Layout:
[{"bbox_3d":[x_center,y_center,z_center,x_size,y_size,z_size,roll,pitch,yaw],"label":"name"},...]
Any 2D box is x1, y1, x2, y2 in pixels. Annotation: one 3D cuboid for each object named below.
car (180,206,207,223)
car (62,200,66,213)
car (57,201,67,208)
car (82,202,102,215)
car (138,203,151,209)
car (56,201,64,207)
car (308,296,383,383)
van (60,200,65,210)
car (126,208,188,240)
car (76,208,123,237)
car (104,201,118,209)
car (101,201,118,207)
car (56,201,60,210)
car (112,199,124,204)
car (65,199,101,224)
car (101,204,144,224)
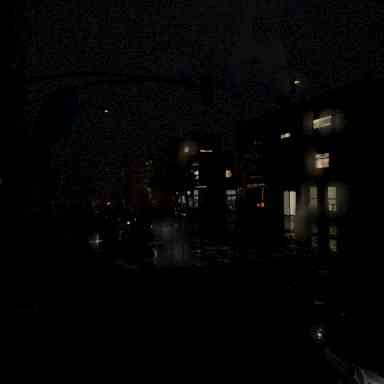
[{"bbox_3d":[-0.188,1.926,29.364,2.008,1.369,4.403,-2,0,-24],"label":"car"},{"bbox_3d":[-14.344,2.150,40.524,1.967,1.590,4.097,-2,0,-24],"label":"car"},{"bbox_3d":[-30.087,2.872,76.712,1.887,1.381,4.507,-2,0,-24],"label":"car"},{"bbox_3d":[-13.976,2.256,46.370,2.128,1.511,4.902,-1,-1,-23],"label":"car"},{"bbox_3d":[-6.630,2.176,43.864,2.008,1.369,4.403,-2,0,-24],"label":"car"},{"bbox_3d":[-34.439,3.024,86.705,1.752,1.417,4.829,-2,0,-24],"label":"car"},{"bbox_3d":[3.552,1.531,3.778,4.674,1.442,1.812,0,0,-22],"label":"car"},{"bbox_3d":[-19.046,2.236,51.344,1.690,1.788,3.998,-2,0,-24],"label":"van"},{"bbox_3d":[-2.132,1.861,19.040,1.994,1.385,4.181,-1,-1,-24],"label":"car"},{"bbox_3d":[-5.901,1.940,20.847,1.947,1.339,4.313,-2,0,-24],"label":"car"},{"bbox_3d":[-15.840,2.512,64.984,1.752,1.417,4.829,-2,0,-24],"label":"car"},{"bbox_3d":[-9.909,2.108,36.914,1.837,1.490,4.892,-1,-1,-23],"label":"car"},{"bbox_3d":[-23.465,2.383,61.492,2.192,1.841,5.009,-2,0,-24],"label":"car"},{"bbox_3d":[-13.570,2.212,59.755,2.192,1.841,5.009,-2,0,-24],"label":"car"},{"bbox_3d":[-10.012,1.851,30.340,2.192,1.841,5.009,-2,0,-24],"label":"car"},{"bbox_3d":[-5.880,1.992,27.633,2.033,1.411,5.357,-1,-1,-24],"label":"car"}]
